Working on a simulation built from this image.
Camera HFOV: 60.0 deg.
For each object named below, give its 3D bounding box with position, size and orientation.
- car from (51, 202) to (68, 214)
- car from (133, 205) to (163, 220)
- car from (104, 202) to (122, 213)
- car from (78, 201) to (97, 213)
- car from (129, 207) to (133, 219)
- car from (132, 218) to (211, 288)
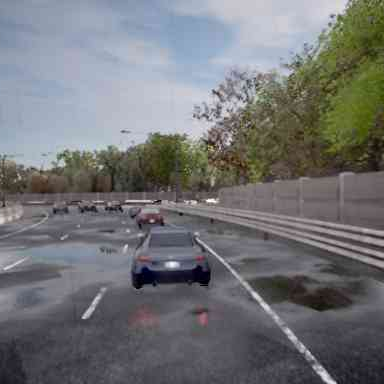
[{"bbox_3d":[-18.611,2.201,46.791,2.128,1.511,4.902,0,-1,-27],"label":"car"},{"bbox_3d":[-3.226,1.840,25.044,1.812,1.442,4.674,0,-1,-12],"label":"car"},{"bbox_3d":[-11.345,2.153,47.851,1.837,1.490,4.892,0,-1,-25],"label":"car"},{"bbox_3d":[-14.767,2.024,46.875,2.097,1.767,4.553,0,-1,-25],"label":"car"},{"bbox_3d":[-5.359,2.002,34.211,1.994,1.385,4.181,0,-1,-13],"label":"car"},{"bbox_3d":[-0.662,1.684,9.725,1.994,1.385,4.181,0,-1,-6],"label":"car"}]
